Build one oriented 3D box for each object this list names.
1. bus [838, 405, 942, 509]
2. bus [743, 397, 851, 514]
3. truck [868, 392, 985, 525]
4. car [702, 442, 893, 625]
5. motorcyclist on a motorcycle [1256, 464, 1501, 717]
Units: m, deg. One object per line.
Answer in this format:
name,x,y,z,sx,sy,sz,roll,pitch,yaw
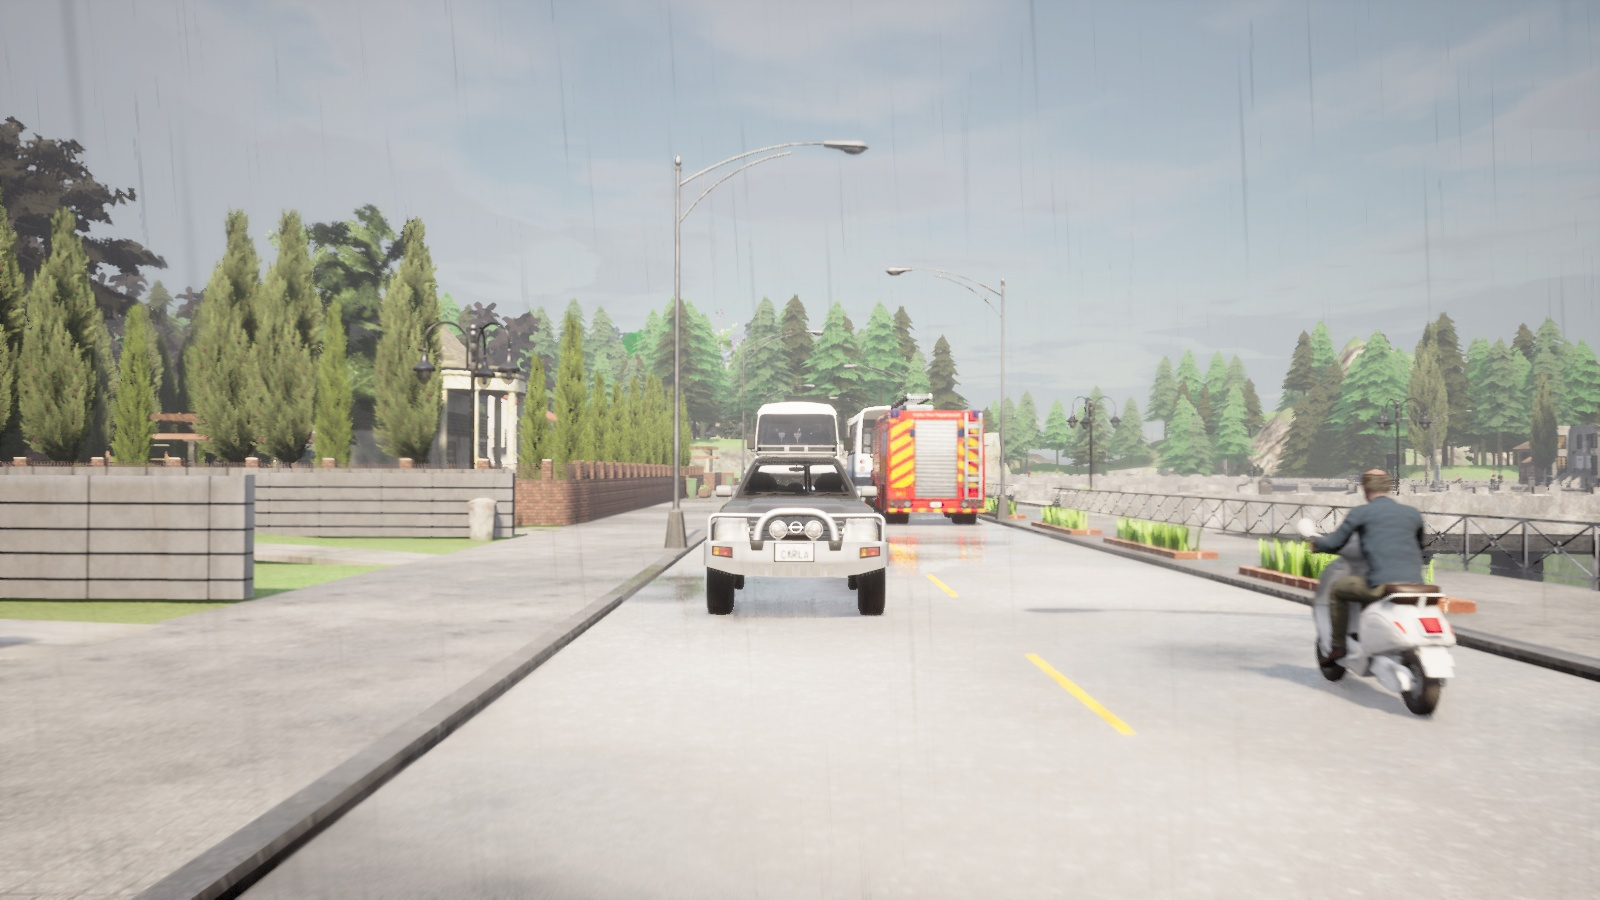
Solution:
bus,3.861,0.375,56.861,3.944,4.253,10.273,0,-1,0
bus,-0.125,0.290,50.864,3.944,4.253,10.273,0,-1,0
truck,3.900,0.314,40.615,2.891,3.827,8.468,0,-1,0
car,-0.036,0.883,15.047,1.932,1.855,4.605,0,-1,0
motorcyclist on a motorcycle,3.979,0.900,8.829,0.866,1.590,1.817,0,-1,0
